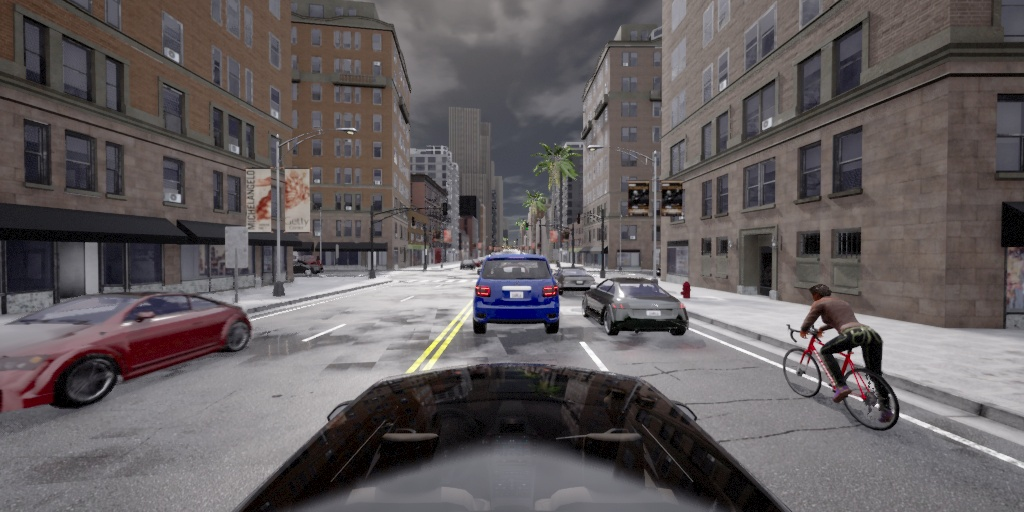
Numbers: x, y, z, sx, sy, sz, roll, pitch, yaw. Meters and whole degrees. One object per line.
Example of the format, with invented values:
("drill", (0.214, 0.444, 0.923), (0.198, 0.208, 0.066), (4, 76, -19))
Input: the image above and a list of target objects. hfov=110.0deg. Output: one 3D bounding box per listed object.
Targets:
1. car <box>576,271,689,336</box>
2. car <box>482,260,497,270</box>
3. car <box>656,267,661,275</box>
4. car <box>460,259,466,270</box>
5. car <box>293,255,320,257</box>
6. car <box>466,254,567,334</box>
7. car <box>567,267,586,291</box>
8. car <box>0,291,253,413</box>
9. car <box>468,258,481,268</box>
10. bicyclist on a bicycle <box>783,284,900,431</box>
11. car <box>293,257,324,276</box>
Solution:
("car", (3.326, 1.313, 10.439), (1.994, 1.385, 4.181), (0, 0, 0))
("car", (-3.393, 1.293, 55.625), (2.033, 1.411, 5.357), (0, 0, 0))
("car", (16.178, 1.513, 34.569), (4.313, 1.339, 1.948), (0, 0, 0))
("car", (-6.640, 1.224, 54.072), (1.882, 1.535, 5.008), (0, 0, 0))
("car", (-23.929, 0.837, 40.028), (5.009, 1.841, 2.192), (0, 0, -9))
("car", (0.094, 0.970, 10.774), (2.150, 2.045, 5.566), (0, 0, 0))
("car", (3.233, 1.295, 19.672), (2.033, 1.411, 5.357), (0, 0, 0))
("car", (-6.604, 1.314, 6.025), (1.994, 1.385, 4.181), (0, 0, 0))
("car", (-6.618, 1.222, 63.587), (1.882, 1.535, 5.008), (0, 0, 0))
("bicyclist on a bicycle", (4.141, 1.202, 4.655), (0.582, 1.620, 1.656), (0, 0, 0))
("car", (-20.899, 1.125, 34.645), (4.892, 1.490, 1.837), (1, 1, -9))
